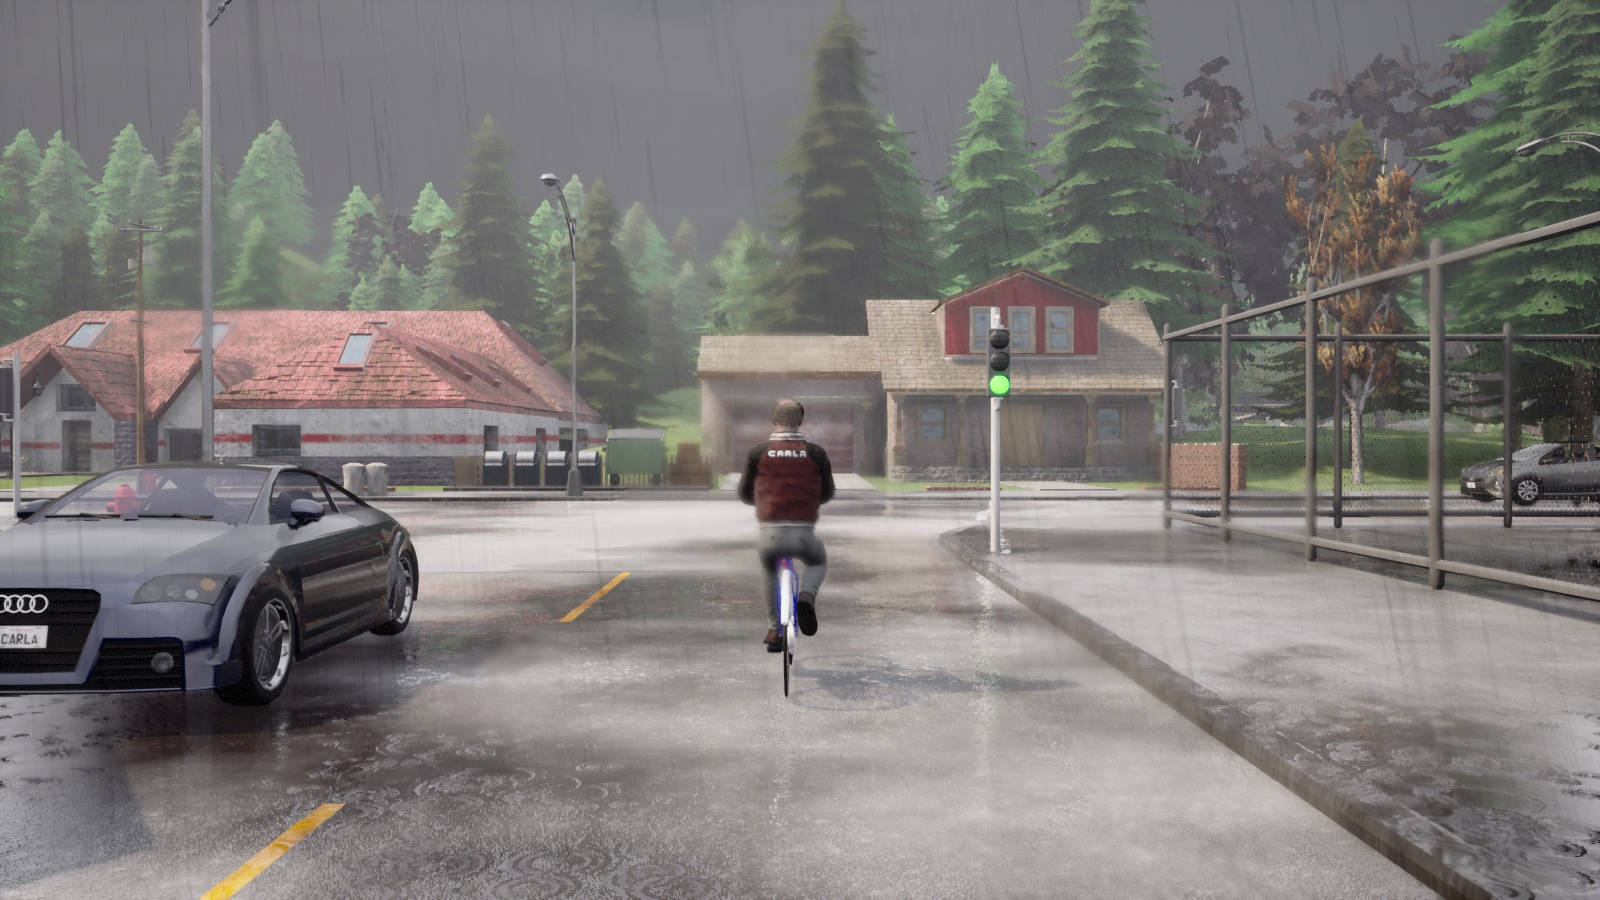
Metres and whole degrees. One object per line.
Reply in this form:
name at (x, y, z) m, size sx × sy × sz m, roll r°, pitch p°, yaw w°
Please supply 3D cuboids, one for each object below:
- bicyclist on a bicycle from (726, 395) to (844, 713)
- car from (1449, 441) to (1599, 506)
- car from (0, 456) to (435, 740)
bicyclist on a bicycle at (-0.070, 0.572, 7.930) m, size 0.659 × 1.776 × 1.843 m, roll 0°, pitch 0°, yaw 1°
car at (18.498, 0.536, 30.437) m, size 4.514 × 1.525 × 2.007 m, roll 0°, pitch 0°, yaw -1°
car at (-4.029, 0.760, 8.430) m, size 1.994 × 1.385 × 4.181 m, roll 0°, pitch 0°, yaw -1°
